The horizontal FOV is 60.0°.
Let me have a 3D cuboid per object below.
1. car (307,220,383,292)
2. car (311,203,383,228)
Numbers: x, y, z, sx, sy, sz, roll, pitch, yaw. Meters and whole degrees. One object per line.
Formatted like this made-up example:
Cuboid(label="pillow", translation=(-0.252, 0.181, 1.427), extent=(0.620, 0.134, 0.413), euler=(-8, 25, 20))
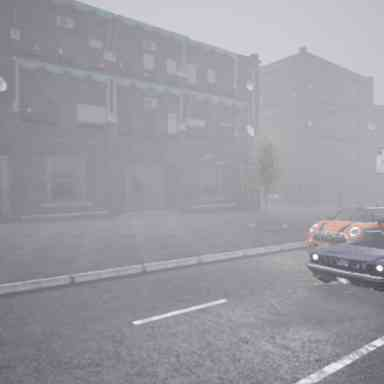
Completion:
Cuboid(label="car", translation=(5.046, 1.605, 8.495), extent=(4.718, 1.301, 1.895), euler=(0, 0, -36))
Cuboid(label="car", translation=(6.625, 1.360, 13.150), extent=(4.553, 1.767, 2.097), euler=(0, 0, -37))
